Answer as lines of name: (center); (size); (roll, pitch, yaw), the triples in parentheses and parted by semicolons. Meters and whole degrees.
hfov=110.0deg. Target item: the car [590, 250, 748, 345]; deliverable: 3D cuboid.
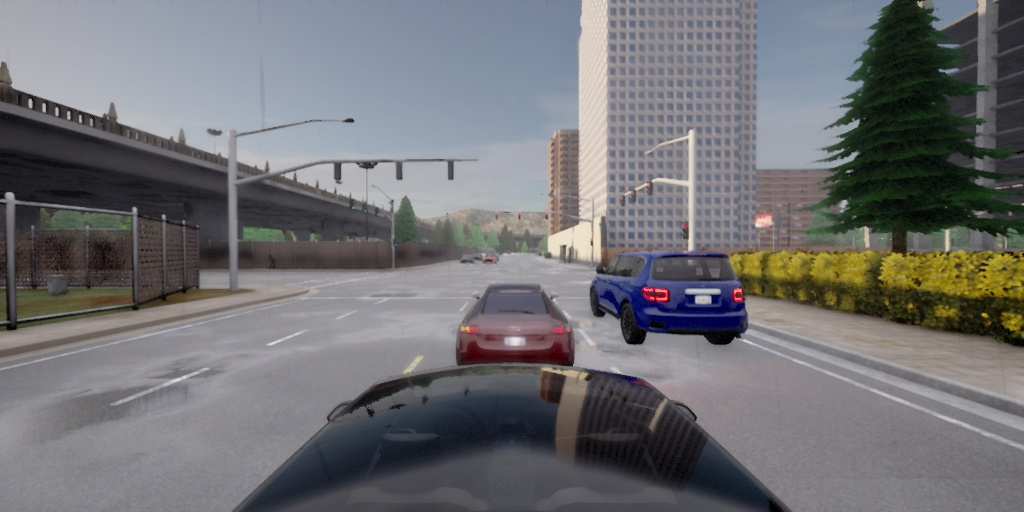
car: (3.570, 0.873, 9.323); (2.150, 2.045, 5.566); (0, 1, 1)

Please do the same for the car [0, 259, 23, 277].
car: (-39.751, 1.087, 26.652); (4.718, 1.301, 1.895); (0, 1, 0)

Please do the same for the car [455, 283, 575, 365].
car: (0.064, 1.240, 7.461); (1.994, 1.385, 4.181); (0, 1, 0)

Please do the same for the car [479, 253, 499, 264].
car: (-3.556, 0.393, 56.745); (2.097, 1.767, 4.553); (0, 1, 0)

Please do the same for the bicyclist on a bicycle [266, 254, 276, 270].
bicyclist on a bicycle: (-25.293, 0.644, 37.651); (0.582, 1.620, 1.656); (0, 1, 0)

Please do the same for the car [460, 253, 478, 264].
car: (-7.054, 0.546, 56.852); (1.837, 1.490, 4.892); (0, 1, 0)
